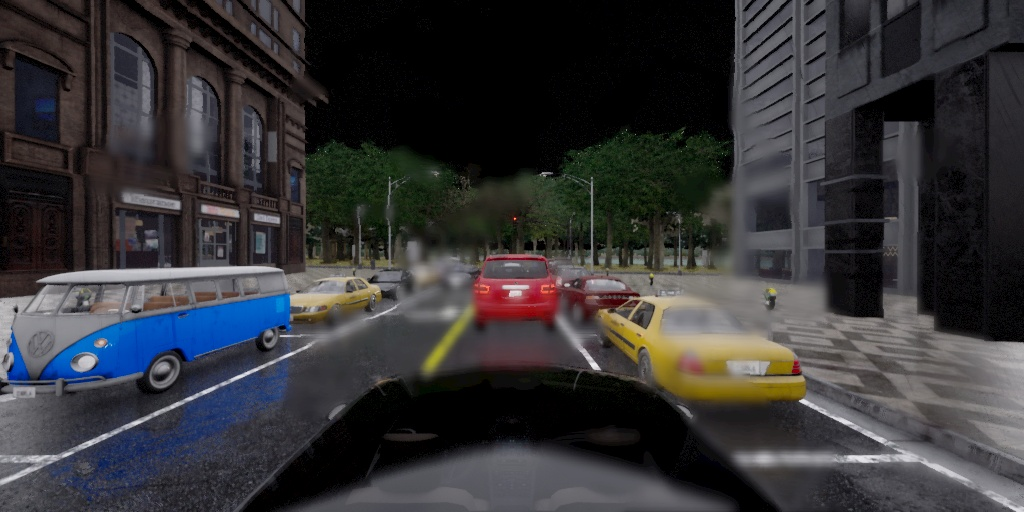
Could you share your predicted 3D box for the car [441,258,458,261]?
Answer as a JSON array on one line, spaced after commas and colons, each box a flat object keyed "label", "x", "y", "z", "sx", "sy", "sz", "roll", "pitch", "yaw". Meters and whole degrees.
[{"label": "car", "x": -5.753, "y": 1.192, "z": 28.086, "sx": 1.967, "sy": 1.591, "sz": 4.097, "roll": 0, "pitch": 0, "yaw": 0}]

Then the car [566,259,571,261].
[{"label": "car", "x": 2.770, "y": 1.066, "z": 22.646, "sx": 2.192, "sy": 1.841, "sz": 5.009, "roll": 0, "pitch": 0, "yaw": 0}]

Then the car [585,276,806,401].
[{"label": "car", "x": 2.764, "y": 1.275, "z": 6.503, "sx": 1.751, "sy": 1.417, "sz": 4.829, "roll": 0, "pitch": 0, "yaw": 0}]

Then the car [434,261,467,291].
[{"label": "car", "x": -3.066, "y": 1.243, "z": 22.203, "sx": 2.128, "sy": 1.511, "sz": 4.902, "roll": 0, "pitch": 0, "yaw": 0}]

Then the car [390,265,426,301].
[{"label": "car", "x": -5.757, "y": 1.316, "z": 17.211, "sx": 1.948, "sy": 1.339, "sz": 4.313, "roll": 0, "pitch": 0, "yaw": 0}]

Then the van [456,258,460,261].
[{"label": "van", "x": -5.751, "y": 1.094, "z": 33.524, "sx": 1.690, "sy": 1.789, "sz": 3.998, "roll": 0, "pitch": 0, "yaw": 0}]

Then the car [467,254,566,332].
[{"label": "car", "x": 0.106, "y": 0.971, "z": 11.029, "sx": 2.150, "sy": 2.045, "sz": 5.566, "roll": 0, "pitch": 0, "yaw": 0}]

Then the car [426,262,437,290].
[{"label": "car", "x": -5.755, "y": 1.277, "z": 22.479, "sx": 1.751, "sy": 1.417, "sz": 4.829, "roll": 0, "pitch": 0, "yaw": 0}]

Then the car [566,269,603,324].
[{"label": "car", "x": 2.766, "y": 1.295, "z": 11.771, "sx": 1.888, "sy": 1.381, "sz": 4.507, "roll": 0, "pitch": 0, "yaw": 0}]

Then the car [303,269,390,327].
[{"label": "car", "x": -5.759, "y": 1.275, "z": 11.604, "sx": 1.751, "sy": 1.417, "sz": 4.829, "roll": 0, "pitch": 0, "yaw": 0}]

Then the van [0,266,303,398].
[{"label": "van", "x": -5.761, "y": 1.091, "z": 6.336, "sx": 1.690, "sy": 1.789, "sz": 3.998, "roll": 0, "pitch": 0, "yaw": 0}]

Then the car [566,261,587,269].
[{"label": "car", "x": 2.768, "y": 1.190, "z": 17.208, "sx": 1.967, "sy": 1.591, "sz": 4.097, "roll": 0, "pitch": 0, "yaw": 0}]
